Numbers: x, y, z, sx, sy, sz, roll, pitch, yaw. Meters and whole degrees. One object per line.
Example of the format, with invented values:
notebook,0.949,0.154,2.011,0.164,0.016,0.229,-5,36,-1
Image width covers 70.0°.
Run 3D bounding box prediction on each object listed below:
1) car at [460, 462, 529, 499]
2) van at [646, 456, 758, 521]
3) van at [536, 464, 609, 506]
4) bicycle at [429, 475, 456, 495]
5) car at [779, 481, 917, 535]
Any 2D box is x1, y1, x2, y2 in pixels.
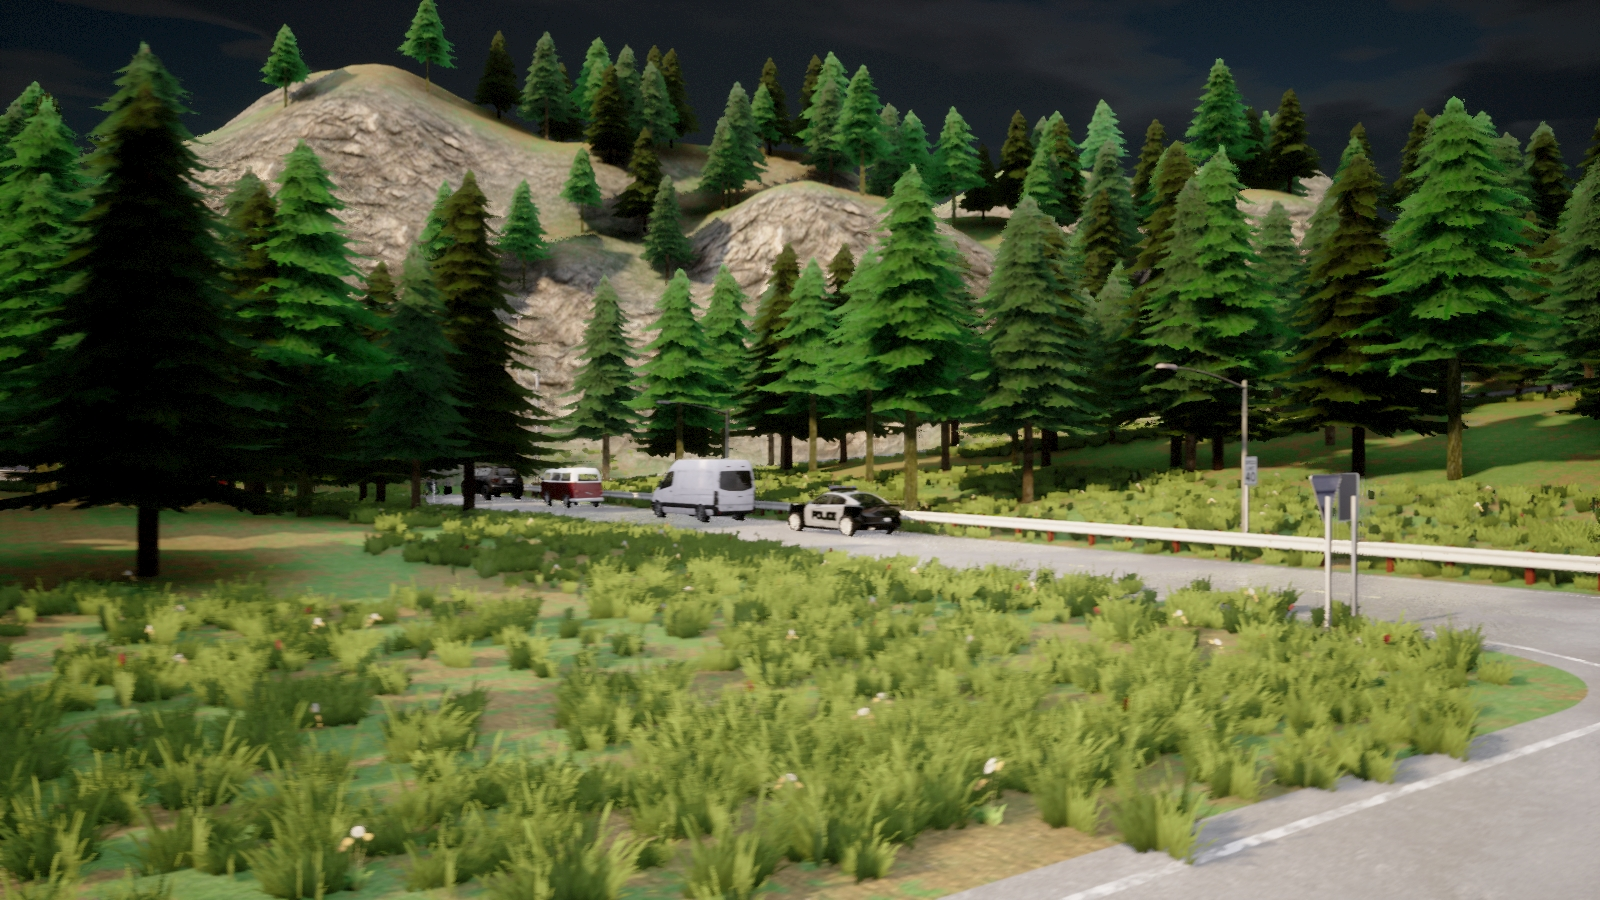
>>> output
car,-18.375,1.781,68.457,2.150,2.045,5.566,0,0,-36
van,-4.221,1.535,48.276,1.988,2.561,5.915,0,0,-35
van,-11.823,1.783,59.120,2.069,2.038,4.480,0,0,-35
bicycle,-22.751,2.221,72.794,1.487,1.176,0.859,-3,0,35
car,1.584,1.983,40.207,2.097,1.638,5.238,0,0,-35
